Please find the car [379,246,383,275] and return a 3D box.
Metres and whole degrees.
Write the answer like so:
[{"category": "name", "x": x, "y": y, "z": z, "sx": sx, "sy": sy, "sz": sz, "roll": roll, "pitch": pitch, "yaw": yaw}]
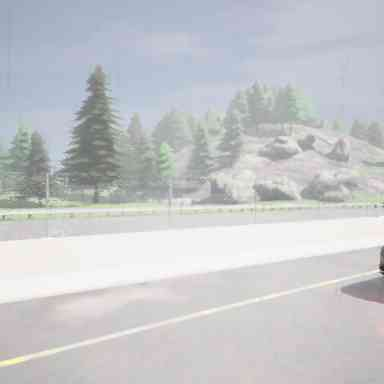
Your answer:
[{"category": "car", "x": 6.525, "y": 1.498, "z": 8.011, "sx": 4.902, "sy": 1.511, "sz": 2.128, "roll": 0, "pitch": 0, "yaw": -32}]
